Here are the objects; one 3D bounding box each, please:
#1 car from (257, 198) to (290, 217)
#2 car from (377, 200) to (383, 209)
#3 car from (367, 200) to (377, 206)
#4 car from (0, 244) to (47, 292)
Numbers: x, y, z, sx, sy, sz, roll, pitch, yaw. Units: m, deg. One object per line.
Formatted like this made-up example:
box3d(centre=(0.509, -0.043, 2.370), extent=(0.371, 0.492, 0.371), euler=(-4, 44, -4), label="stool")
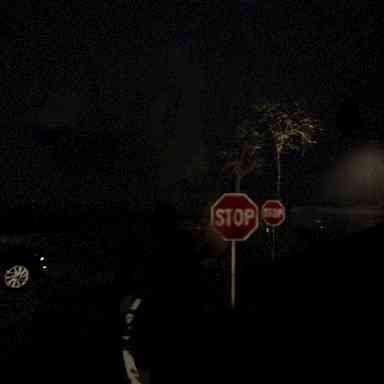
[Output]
box3d(centre=(8.714, 1.745, 36.040), extent=(2.150, 2.045, 5.566), euler=(1, 0, 39), label="car")
box3d(centre=(36.255, 2.281, 61.813), extent=(2.097, 1.767, 4.553), euler=(1, 0, 32), label="car")
box3d(centre=(41.684, 2.509, 76.508), extent=(1.994, 1.385, 4.181), euler=(1, 0, 39), label="car")
box3d(centre=(-5.729, 1.605, 7.263), extent=(1.837, 1.490, 4.892), euler=(0, -1, 39), label="car")
